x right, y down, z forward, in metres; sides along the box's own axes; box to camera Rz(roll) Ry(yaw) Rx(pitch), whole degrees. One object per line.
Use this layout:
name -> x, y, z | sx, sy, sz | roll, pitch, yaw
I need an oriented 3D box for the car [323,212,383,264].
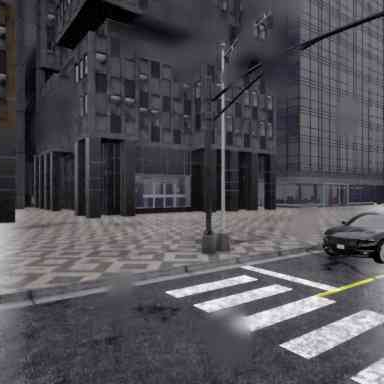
car -> 6.754, 1.467, 12.029 | 5.008, 1.535, 1.882 | 0, 0, -36
